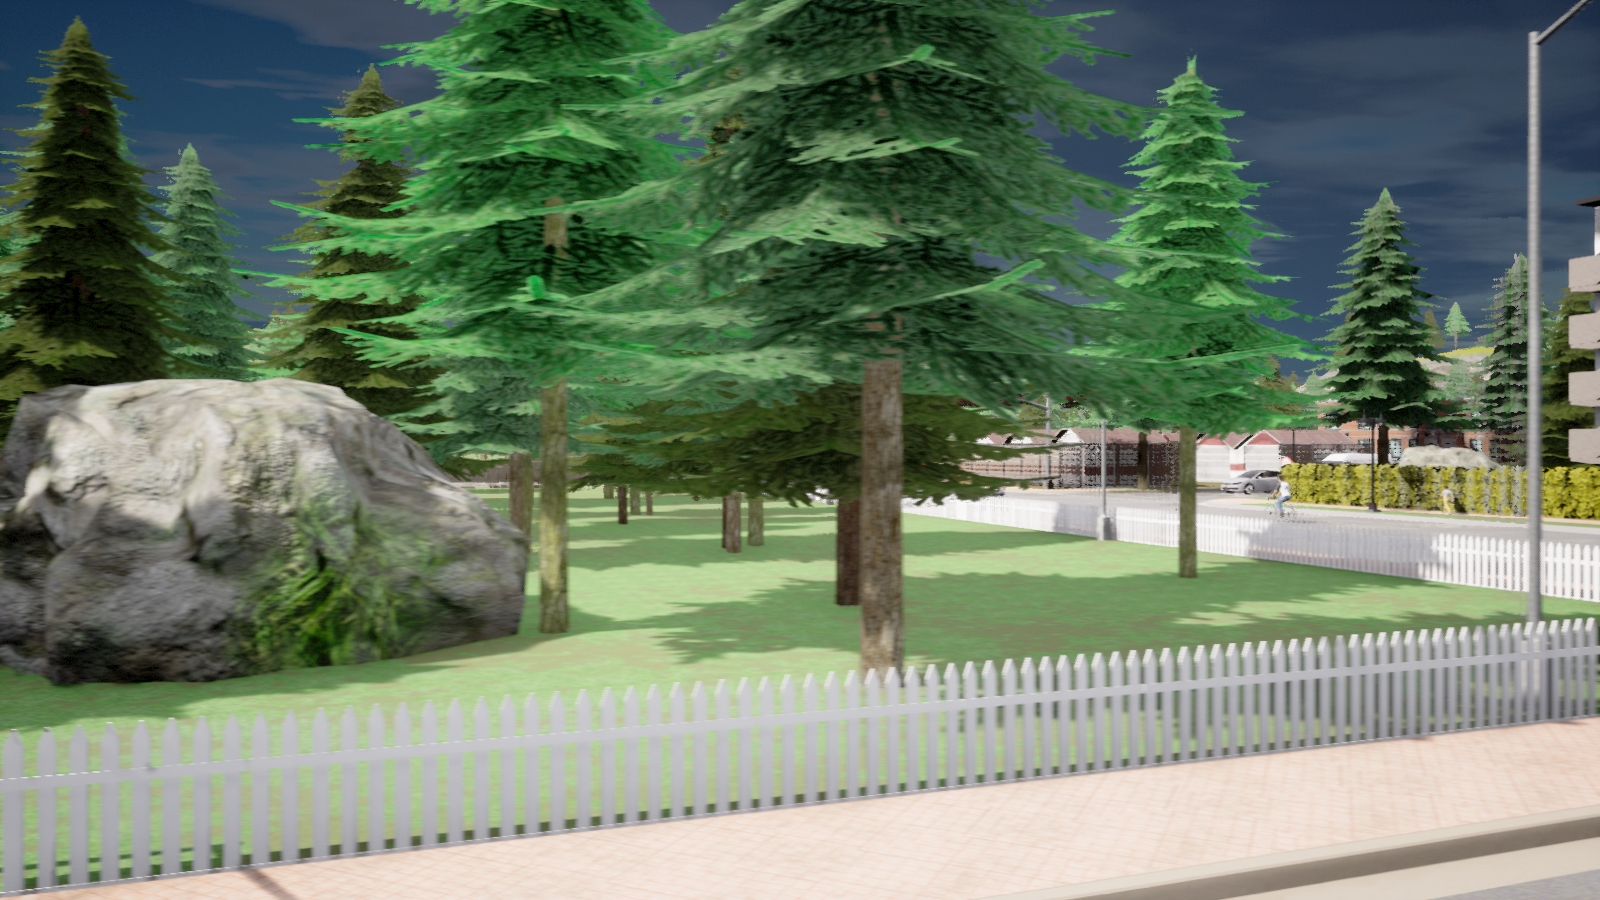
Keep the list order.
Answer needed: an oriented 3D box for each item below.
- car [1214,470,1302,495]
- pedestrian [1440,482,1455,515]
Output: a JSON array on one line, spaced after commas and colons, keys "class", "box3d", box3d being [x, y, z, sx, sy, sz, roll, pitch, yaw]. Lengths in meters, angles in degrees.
[{"class": "car", "box3d": [28.831, 2.023, 71.946, 4.892, 1.480, 2.231, 0, 0, -19]}, {"class": "pedestrian", "box3d": [26.502, 1.978, 46.765, 0.375, 1.300, 0.375, 0, 0, -9]}]
